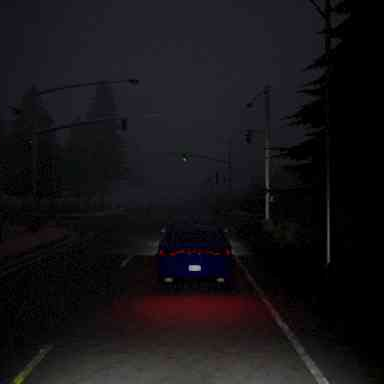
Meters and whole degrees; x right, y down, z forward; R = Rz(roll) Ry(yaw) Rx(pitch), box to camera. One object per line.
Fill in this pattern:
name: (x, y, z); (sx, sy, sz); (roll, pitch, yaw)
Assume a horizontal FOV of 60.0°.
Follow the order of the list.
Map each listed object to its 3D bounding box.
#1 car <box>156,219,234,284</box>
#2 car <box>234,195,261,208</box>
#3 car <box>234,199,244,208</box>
car: (0.081, 1.543, 9.859); (1.882, 1.535, 5.008); (0, 0, 0)
car: (8.496, 1.485, 51.531); (3.866, 1.878, 1.905); (0, 0, -1)
car: (8.907, 1.467, 49.021); (4.605, 1.855, 1.932); (0, 0, -1)
